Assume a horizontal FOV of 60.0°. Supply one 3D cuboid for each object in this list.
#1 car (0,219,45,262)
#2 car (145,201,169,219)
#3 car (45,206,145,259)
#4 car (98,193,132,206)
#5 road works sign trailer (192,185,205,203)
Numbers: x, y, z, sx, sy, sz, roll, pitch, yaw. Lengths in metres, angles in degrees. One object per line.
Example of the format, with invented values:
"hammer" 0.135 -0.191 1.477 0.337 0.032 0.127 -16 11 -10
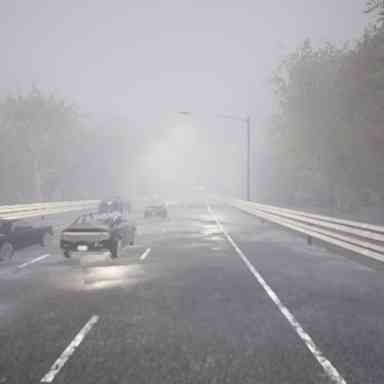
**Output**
"car" -6.848 1.625 12.117 1.895 1.301 4.718 0 0 1
"car" -3.111 1.571 29.558 2.128 1.511 4.902 0 0 0
"car" -3.345 1.517 12.656 2.128 1.511 4.902 0 0 0
"car" -6.703 1.001 29.384 2.097 1.767 4.553 -3 -1 1
"road works sign trailer" 1.274 0.396 64.899 2.380 3.560 2.880 1 -1 2
